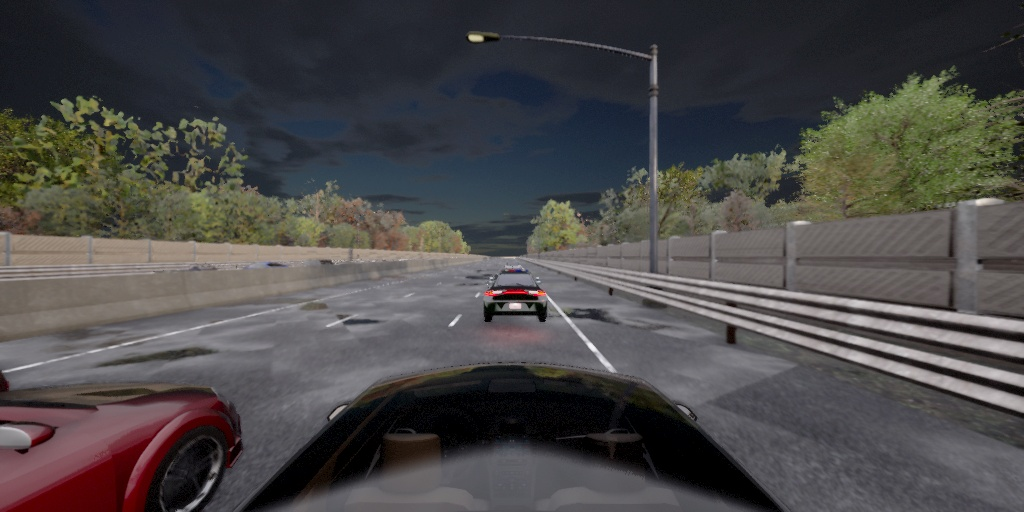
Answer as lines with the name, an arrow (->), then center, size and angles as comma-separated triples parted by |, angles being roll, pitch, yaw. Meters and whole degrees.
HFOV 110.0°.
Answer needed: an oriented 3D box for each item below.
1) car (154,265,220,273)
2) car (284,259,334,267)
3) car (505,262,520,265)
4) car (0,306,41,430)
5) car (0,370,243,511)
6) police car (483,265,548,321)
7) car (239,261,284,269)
car -> -24.596, 1.350, 27.664 | 1.895, 1.301, 4.718 | 0, 0, 0
car -> -17.592, 1.101, 31.940 | 2.097, 1.767, 4.553 | 0, 0, 0
car -> 0.101, 1.350, 44.320 | 1.895, 1.301, 4.718 | 0, 0, 0
car -> -6.901, 1.314, 2.398 | 1.994, 1.385, 4.181 | 0, 0, 0
car -> -3.399, 1.314, 1.471 | 1.994, 1.385, 4.181 | 0, 0, 0
police car -> 0.100, 1.254, 12.656 | 2.038, 1.542, 4.974 | 0, 0, 0
car -> -21.093, 1.227, 30.324 | 1.882, 1.535, 5.008 | 0, 0, 0
